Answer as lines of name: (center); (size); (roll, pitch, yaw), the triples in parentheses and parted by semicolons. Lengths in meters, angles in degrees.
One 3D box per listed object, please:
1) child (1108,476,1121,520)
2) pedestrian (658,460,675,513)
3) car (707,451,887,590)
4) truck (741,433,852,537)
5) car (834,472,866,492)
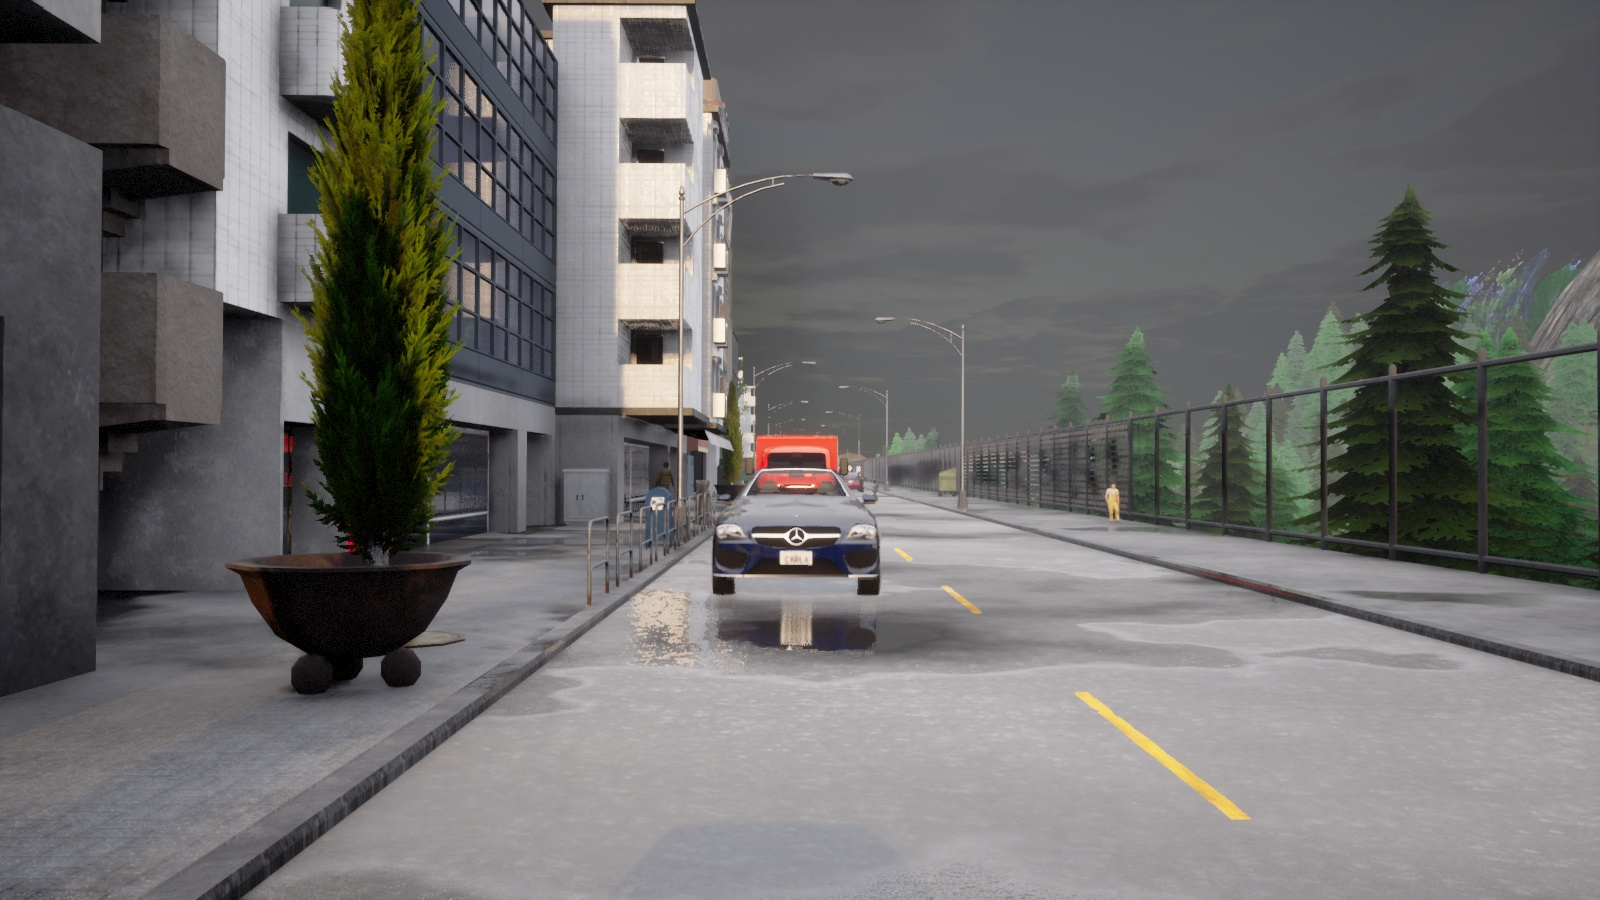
child: (9.103, 1.378, 36.361); (0.270, 1.263, 0.437); (0, -1, 0)
pedestrian: (-4.730, 1.290, 44.484); (0.370, 1.835, 0.726); (0, -1, 13)
car: (-0.044, 0.888, 17.537); (2.152, 1.651, 5.027); (0, -1, 0)
truck: (-0.082, 0.873, 32.437); (2.627, 2.467, 5.204); (0, -1, 0)
car: (3.765, 2.395, 95.108); (2.163, 1.488, 4.792); (0, -1, 0)
